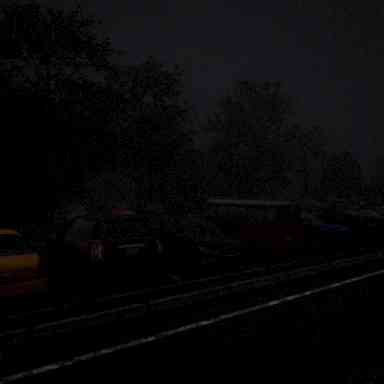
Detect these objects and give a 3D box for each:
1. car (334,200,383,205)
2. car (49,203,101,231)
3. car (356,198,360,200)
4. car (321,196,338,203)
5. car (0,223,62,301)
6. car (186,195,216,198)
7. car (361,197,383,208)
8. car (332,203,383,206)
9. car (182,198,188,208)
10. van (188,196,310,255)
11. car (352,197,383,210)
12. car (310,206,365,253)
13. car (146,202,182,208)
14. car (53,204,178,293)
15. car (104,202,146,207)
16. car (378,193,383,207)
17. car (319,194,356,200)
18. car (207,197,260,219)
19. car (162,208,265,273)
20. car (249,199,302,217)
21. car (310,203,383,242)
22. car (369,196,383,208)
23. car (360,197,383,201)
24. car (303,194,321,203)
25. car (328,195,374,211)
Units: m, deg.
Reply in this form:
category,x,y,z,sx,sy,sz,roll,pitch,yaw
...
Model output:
category,x,y,z,sx,sy,sz,roll,pitch,yaw
car,11.252,1.496,18.978,1.946,1.575,5.366,0,0,-35
car,-7.791,1.554,21.806,2.002,1.452,4.674,0,0,-35
car,17.266,1.464,39.431,2.231,1.521,4.892,0,0,-35
car,12.710,1.475,36.225,2.097,1.535,5.008,0,0,-35
car,-4.899,1.517,8.074,1.946,1.575,5.366,0,0,-35
car,1.339,1.251,28.189,2.435,2.045,5.566,0,0,-35
car,26.379,1.430,45.839,2.097,1.535,5.008,0,0,-35
car,8.868,1.544,17.531,2.002,1.452,4.674,0,0,-35
car,-0.973,1.535,26.632,2.163,1.488,4.792,0,0,-35
van,1.971,1.288,12.821,1.878,1.987,4.442,0,0,-35
car,24.120,1.468,44.207,2.163,1.488,4.792,0,0,-35
car,4.312,1.510,14.331,2.097,1.535,5.008,0,0,-35
car,-3.237,1.509,25.014,2.231,1.521,4.892,0,0,-35
car,-2.600,1.393,9.425,2.185,1.767,4.553,0,0,-35
car,-5.515,1.511,23.410,2.097,1.535,5.008,0,0,-35
car,30.819,1.161,48.989,2.435,2.045,5.566,0,0,-35
car,15.008,1.218,37.802,2.435,2.045,5.566,0,0,-35
car,3.619,1.371,29.788,2.185,1.767,4.553,0,0,-35
car,-0.242,1.518,11.129,2.231,1.521,4.892,0,0,-35
car,8.160,1.487,33.014,2.097,1.535,5.008,0,0,-35
car,6.595,1.507,15.923,2.097,1.535,5.008,0,0,-35
car,28.451,1.419,47.516,1.946,1.575,5.366,0,0,-35
car,13.440,1.369,20.705,2.185,1.767,4.553,0,0,-35
car,10.452,1.356,34.593,2.185,1.767,4.553,0,0,-35
car,19.530,1.329,41.054,2.185,1.767,4.553,0,0,-35
